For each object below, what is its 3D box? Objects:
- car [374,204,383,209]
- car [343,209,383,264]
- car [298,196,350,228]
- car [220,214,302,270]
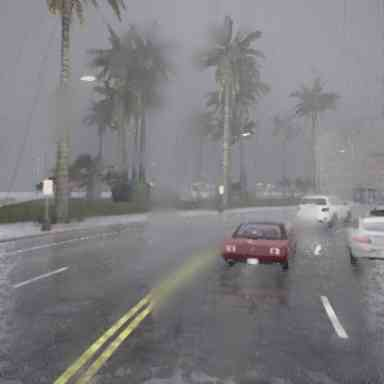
[{"bbox_3d":[13.690,1.528,22.822,1.882,1.535,5.008,0,0,42],"label":"car"},{"bbox_3d":[6.363,1.550,11.443,1.812,1.442,4.674,0,0,23],"label":"car"},{"bbox_3d":[9.247,1.263,23.058,2.150,2.045,5.566,0,0,40],"label":"car"},{"bbox_3d":[2.465,1.615,11.174,1.895,1.301,4.718,0,0,21],"label":"car"}]
